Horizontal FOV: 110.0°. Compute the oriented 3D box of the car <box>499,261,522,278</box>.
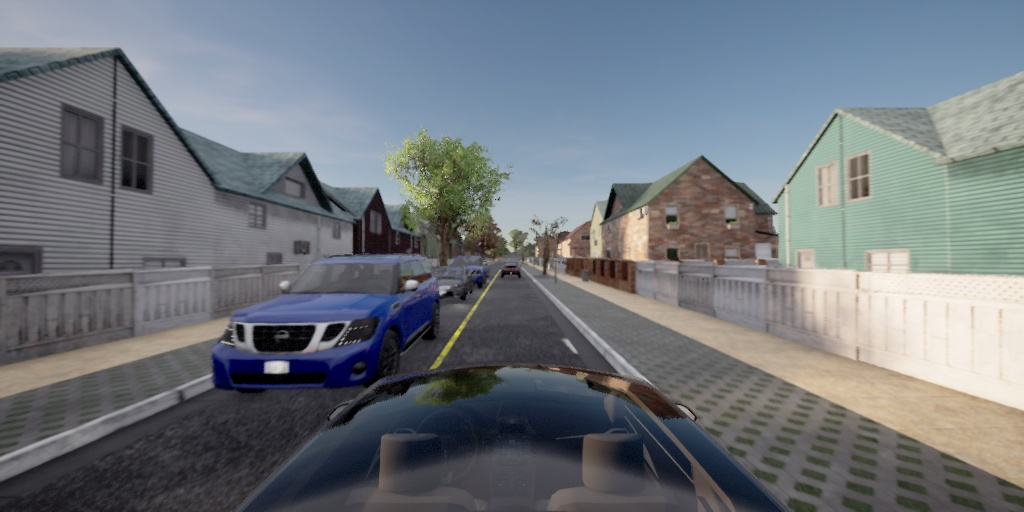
[{"bbox_3d":[-0.104,1.260,33.908,1.837,1.490,4.892,0,0,0],"label":"car"}]

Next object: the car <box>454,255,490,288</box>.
[{"bbox_3d":[-2.889,0.983,23.995,2.150,2.045,5.566,0,0,0],"label":"car"}]

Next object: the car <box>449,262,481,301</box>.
[{"bbox_3d":[-2.935,1.257,17.512,2.128,1.511,4.902,0,0,0],"label":"car"}]

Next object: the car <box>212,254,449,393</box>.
[{"bbox_3d":[-2.874,0.983,7.112,2.150,2.045,5.566,0,0,0],"label":"car"}]
